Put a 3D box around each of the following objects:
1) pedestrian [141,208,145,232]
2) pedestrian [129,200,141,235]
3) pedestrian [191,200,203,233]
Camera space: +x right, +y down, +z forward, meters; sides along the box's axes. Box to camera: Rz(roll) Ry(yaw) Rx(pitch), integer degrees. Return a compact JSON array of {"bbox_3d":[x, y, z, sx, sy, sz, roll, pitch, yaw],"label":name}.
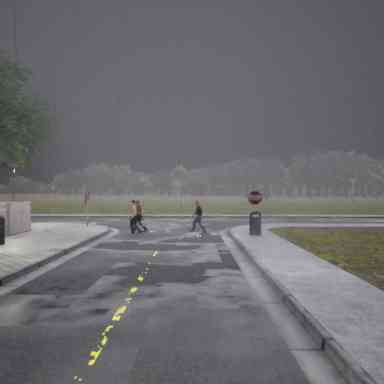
[{"bbox_3d":[-2.958,1.294,18.545,0.375,1.860,0.375,0,0,0],"label":"pedestrian"},{"bbox_3d":[-3.027,1.294,17.346,0.375,1.860,0.375,0,0,0],"label":"pedestrian"},{"bbox_3d":[0.291,1.294,17.930,0.375,1.860,0.375,0,0,0],"label":"pedestrian"}]
